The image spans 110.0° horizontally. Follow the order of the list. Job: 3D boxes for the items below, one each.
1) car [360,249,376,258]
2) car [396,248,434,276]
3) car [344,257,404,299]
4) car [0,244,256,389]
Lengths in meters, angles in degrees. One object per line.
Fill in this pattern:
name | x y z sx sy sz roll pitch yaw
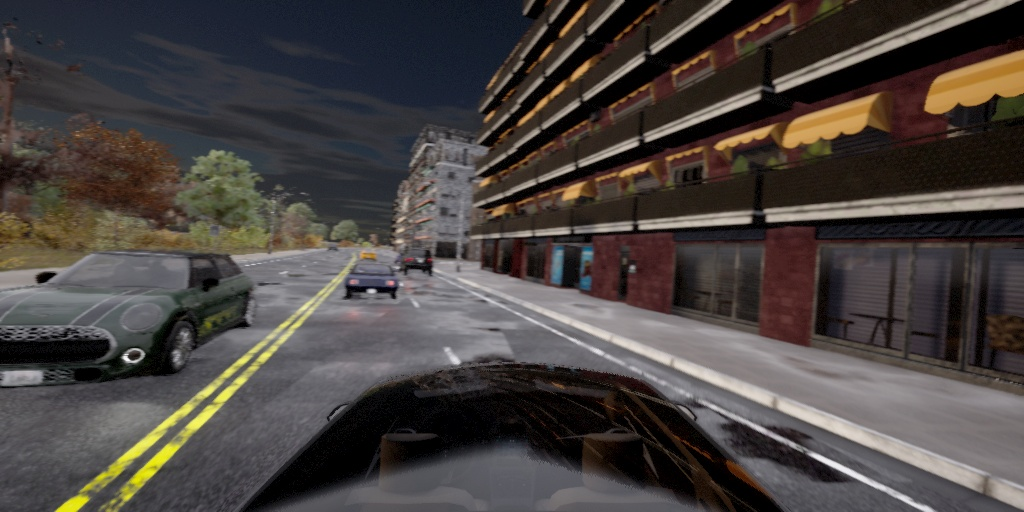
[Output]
car | -19.374 -0.145 48.374 1.882 1.535 5.008 4 0 -23
car | -7.578 0.418 28.287 2.150 2.045 5.566 4 -1 -22
car | -5.849 0.931 15.036 1.895 1.301 4.718 4 0 -21
car | -6.079 0.672 6.005 2.097 1.767 4.553 4 0 -21
